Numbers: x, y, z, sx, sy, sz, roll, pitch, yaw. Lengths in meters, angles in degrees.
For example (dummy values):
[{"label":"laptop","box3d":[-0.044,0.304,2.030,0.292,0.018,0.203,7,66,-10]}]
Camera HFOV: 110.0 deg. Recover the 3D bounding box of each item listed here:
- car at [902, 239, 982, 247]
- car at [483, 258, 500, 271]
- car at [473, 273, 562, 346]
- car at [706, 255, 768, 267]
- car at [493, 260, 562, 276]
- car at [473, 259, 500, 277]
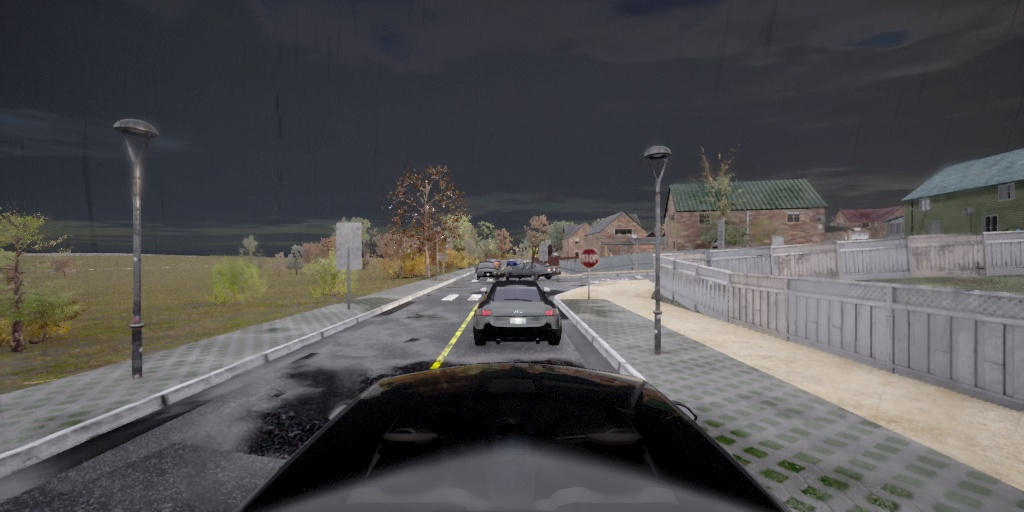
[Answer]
[{"label":"car","box3d":[23.873,-0.208,20.441,4.902,1.511,2.128,-3,0,14]},{"label":"car","box3d":[-2.887,1.121,51.194,2.097,1.767,4.553,0,0,1]},{"label":"car","box3d":[0.096,1.313,9.453,1.994,1.385,4.181,0,0,-1]},{"label":"car","box3d":[14.370,0.413,22.855,4.181,1.385,1.994,-3,0,16]},{"label":"car","box3d":[1.315,1.198,28.468,5.357,1.411,2.033,-4,-3,43]},{"label":"car","box3d":[-2.274,1.258,31.377,1.837,1.490,4.892,0,0,-8]}]
